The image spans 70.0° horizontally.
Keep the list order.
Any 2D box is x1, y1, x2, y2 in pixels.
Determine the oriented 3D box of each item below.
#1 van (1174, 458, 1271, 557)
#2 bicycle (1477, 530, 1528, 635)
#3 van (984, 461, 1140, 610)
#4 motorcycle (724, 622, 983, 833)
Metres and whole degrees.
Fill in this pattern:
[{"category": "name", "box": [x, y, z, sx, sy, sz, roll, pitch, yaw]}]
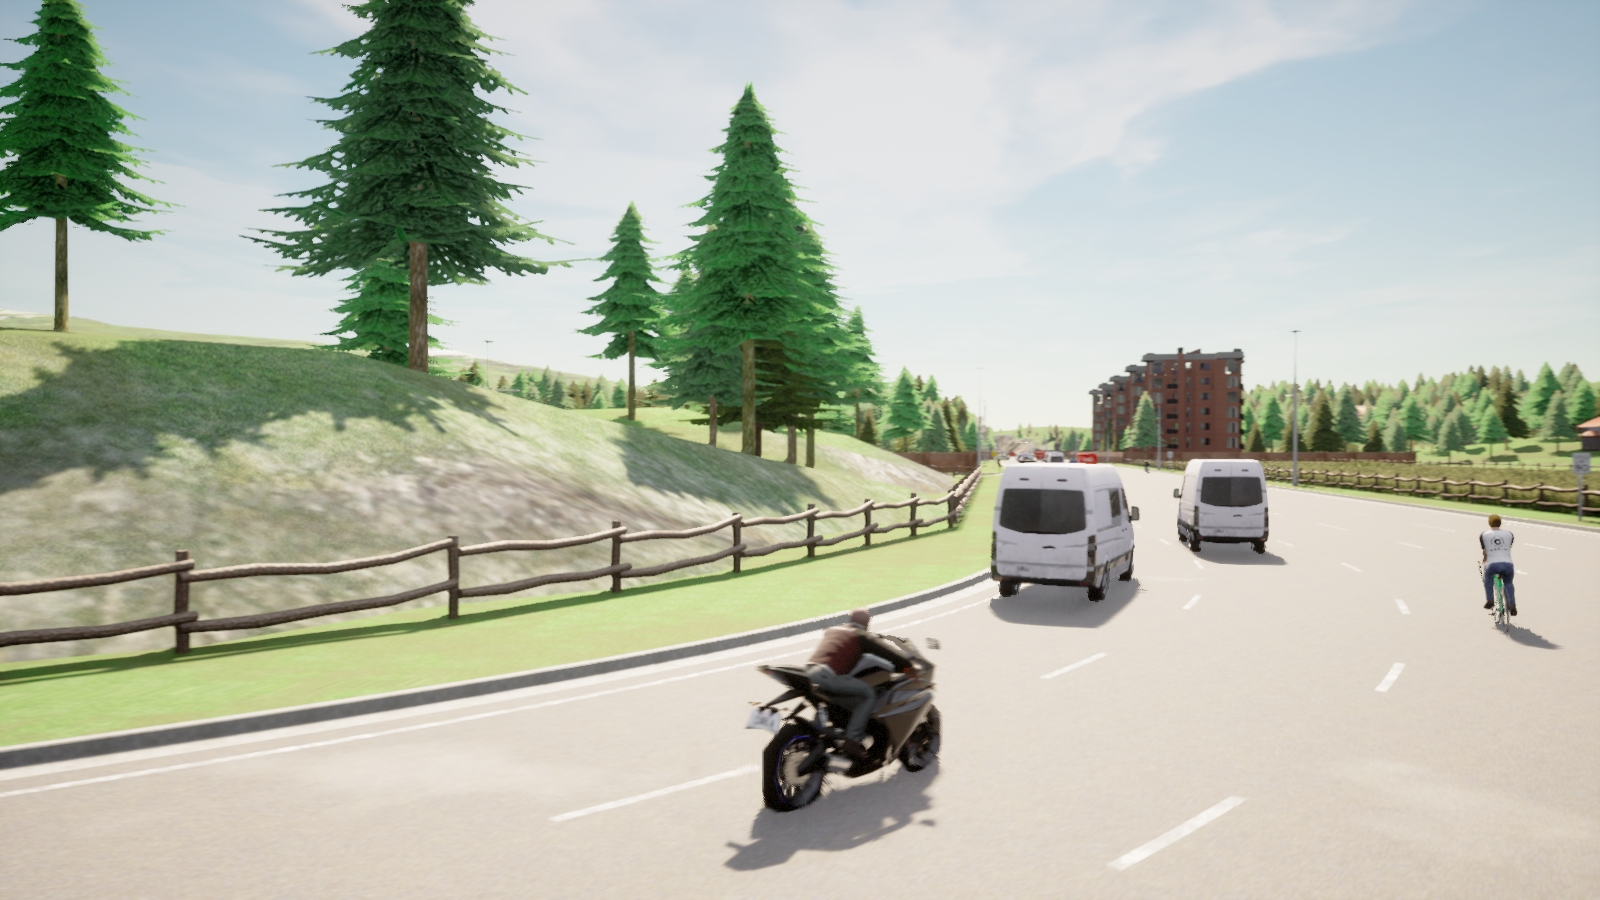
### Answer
[{"category": "van", "box": [12.268, 1.553, 33.516, 1.988, 2.561, 5.915, 0, 0, 14]}, {"category": "bicycle", "box": [11.096, 2.064, 18.074, 0.373, 1.496, 1.643, -4, -2, 24]}, {"category": "van", "box": [5.529, 1.549, 23.428, 1.988, 2.561, 5.915, 1, 0, 24]}, {"category": "motorcycle", "box": [0.500, 2.212, 9.517, 0.867, 1.251, 2.209, -3, -2, 44]}]
